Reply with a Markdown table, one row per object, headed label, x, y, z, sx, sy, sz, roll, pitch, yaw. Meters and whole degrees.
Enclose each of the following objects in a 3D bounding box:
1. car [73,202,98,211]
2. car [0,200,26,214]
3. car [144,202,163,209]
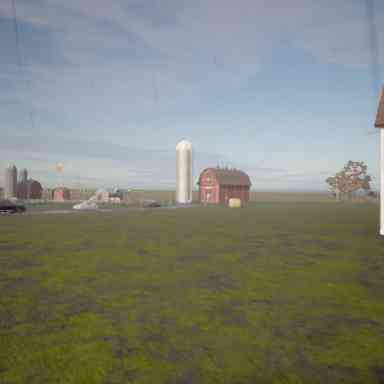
| label | x | y | z | sx | sy | sz | roll | pitch | yaw |
| --- | --- | --- | --- | --- | --- | --- | --- | --- | --- |
| car | -19.026 | 2.597 | 59.564 | 1.812 | 1.442 | 4.674 | 0 | -1 | 37 |
| car | -25.817 | 2.071 | 45.527 | 2.150 | 2.045 | 5.566 | 0 | -1 | 37 |
| car | -8.071 | 2.818 | 69.909 | 1.837 | 1.490 | 4.892 | 0 | -1 | 31 |
